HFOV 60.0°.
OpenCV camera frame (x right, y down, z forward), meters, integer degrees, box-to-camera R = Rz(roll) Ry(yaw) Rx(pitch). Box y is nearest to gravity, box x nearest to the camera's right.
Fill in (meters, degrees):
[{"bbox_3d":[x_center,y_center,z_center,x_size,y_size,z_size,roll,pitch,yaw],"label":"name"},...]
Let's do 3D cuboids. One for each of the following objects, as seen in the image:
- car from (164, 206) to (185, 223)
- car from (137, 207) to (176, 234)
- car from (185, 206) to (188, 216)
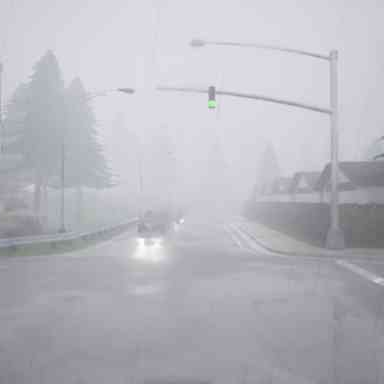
[{"bbox_3d":[-2.229,2.201,34.006,2.097,1.767,4.553,0,-1,2],"label":"car"},{"bbox_3d":[-2.630,2.096,23.873,2.128,1.511,4.902,0,-1,2],"label":"car"},{"bbox_3d":[-1.637,2.619,45.628,2.128,1.511,4.902,0,-1,6],"label":"car"}]
